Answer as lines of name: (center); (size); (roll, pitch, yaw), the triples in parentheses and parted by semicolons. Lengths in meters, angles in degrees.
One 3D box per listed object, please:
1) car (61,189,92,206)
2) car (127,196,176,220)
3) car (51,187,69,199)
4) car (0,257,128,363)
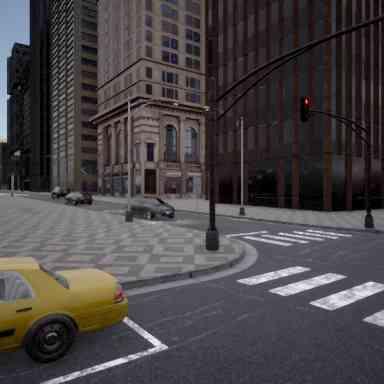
car: (-12.949, 0.755, 37.863); (1.882, 1.535, 5.008); (0, 1, -36)
car: (-3.018, 1.110, 23.972); (1.837, 1.490, 4.892); (0, 1, -36)
car: (-21.947, 0.133, 55.746); (2.150, 2.045, 5.566); (0, 1, -36)
car: (-3.276, 1.526, 4.312); (4.829, 1.417, 1.752); (0, 0, -35)
